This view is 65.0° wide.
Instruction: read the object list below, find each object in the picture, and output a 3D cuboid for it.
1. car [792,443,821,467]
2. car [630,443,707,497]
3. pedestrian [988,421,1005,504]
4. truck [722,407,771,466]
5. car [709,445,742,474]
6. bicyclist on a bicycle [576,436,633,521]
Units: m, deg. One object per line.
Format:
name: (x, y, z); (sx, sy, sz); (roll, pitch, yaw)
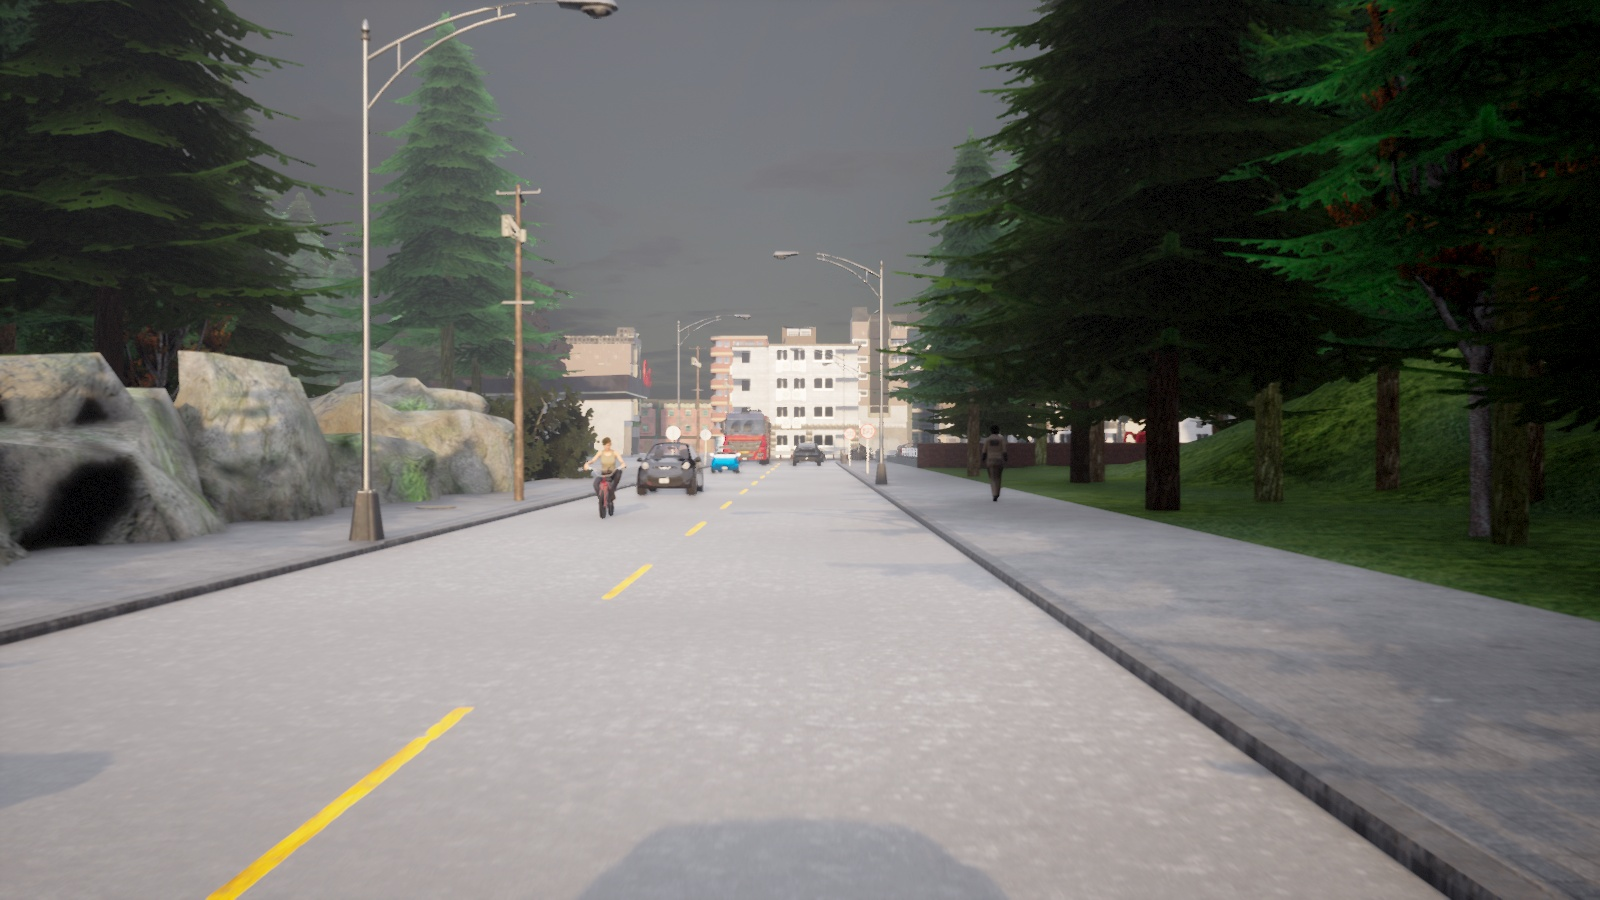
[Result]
car: (0.444, 0.288, 82.451); (1.837, 1.490, 4.892); (0, 1, 0)
car: (-3.775, 0.551, 36.600); (1.845, 1.501, 3.633); (0, 0, 0)
pedestrian: (4.611, 0.294, 29.486); (0.396, 1.930, 0.692); (0, 0, 9)
truck: (-3.593, -0.908, 86.380); (2.891, 3.827, 8.468); (0, 0, 1)
car: (-3.648, 0.451, 61.593); (1.481, 1.376, 2.207); (0, 0, 0)
bicyclist on a bicycle: (-3.838, 0.540, 24.755); (0.866, 1.612, 1.509); (0, 0, 1)
